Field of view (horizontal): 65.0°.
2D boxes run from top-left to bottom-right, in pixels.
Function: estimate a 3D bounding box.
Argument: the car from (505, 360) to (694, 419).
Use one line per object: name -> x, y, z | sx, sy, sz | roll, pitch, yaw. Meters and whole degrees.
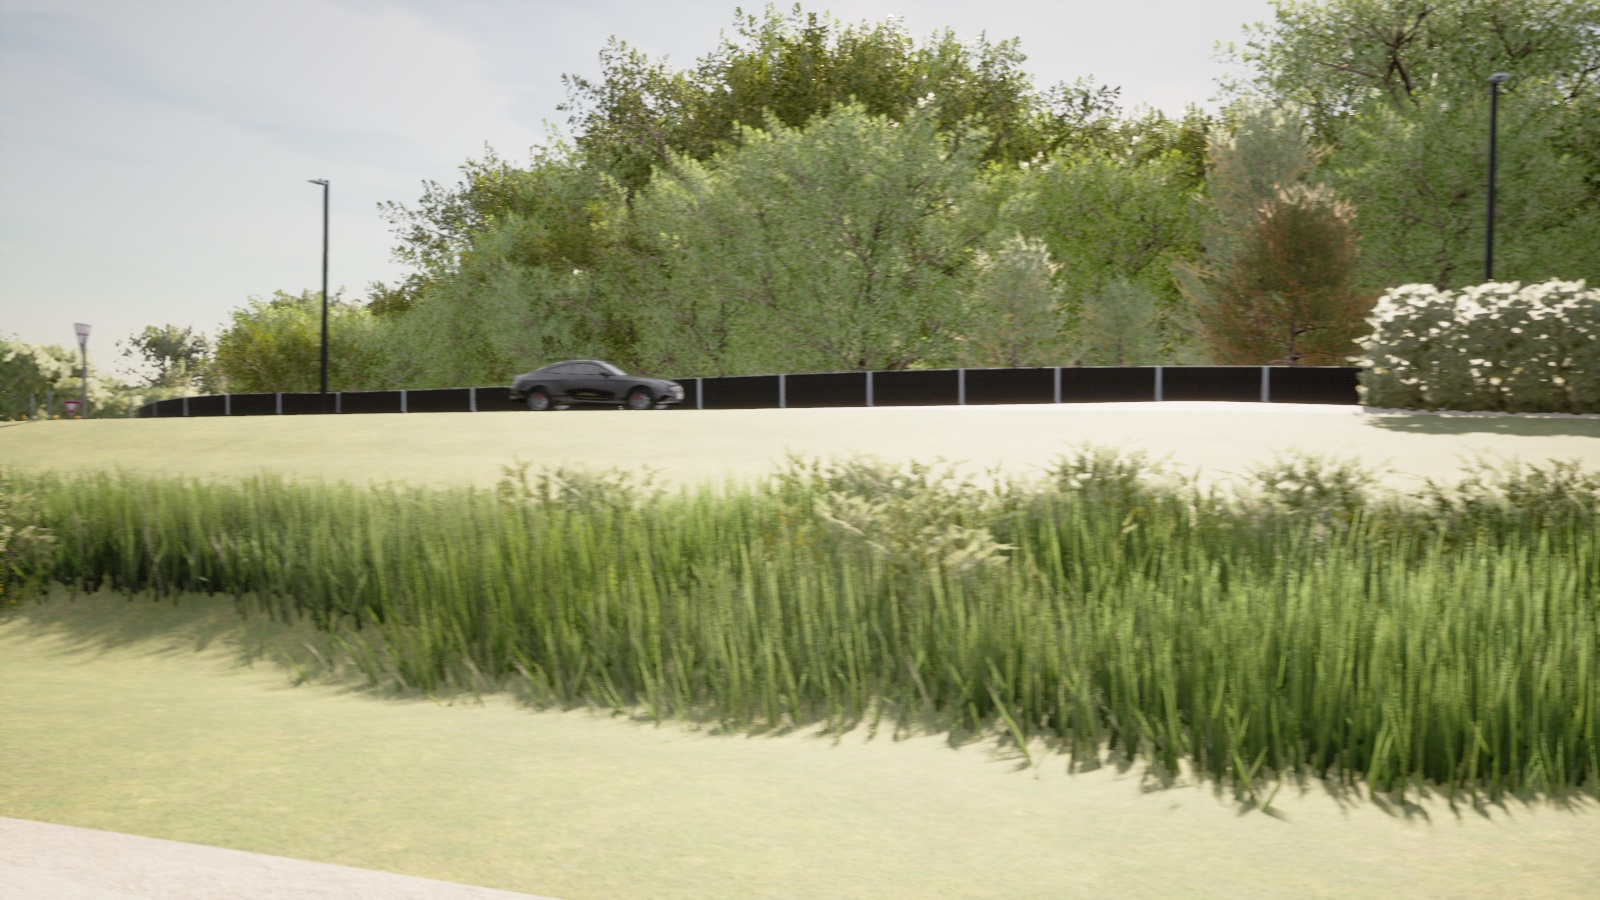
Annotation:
car -> -5.368, -1.596, 33.798 | 4.674, 1.442, 1.812 | -1, 1, 12
